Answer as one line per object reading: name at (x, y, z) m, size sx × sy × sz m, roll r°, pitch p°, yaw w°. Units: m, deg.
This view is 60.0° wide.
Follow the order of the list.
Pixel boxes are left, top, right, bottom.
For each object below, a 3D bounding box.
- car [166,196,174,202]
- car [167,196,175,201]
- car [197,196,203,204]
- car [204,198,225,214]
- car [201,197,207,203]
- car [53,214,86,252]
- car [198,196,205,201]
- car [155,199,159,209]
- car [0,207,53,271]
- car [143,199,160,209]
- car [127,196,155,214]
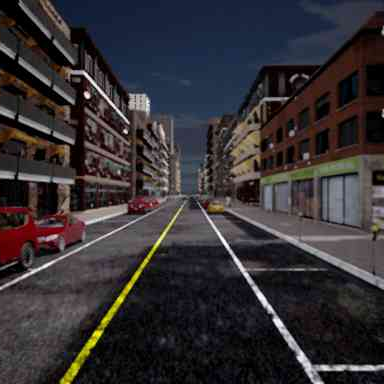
car at (-5.837, 1.784, 87.228) m, size 2.008 × 1.369 × 4.403 m, roll 0°, pitch 0°, yaw 0°
car at (-5.847, 1.798, 92.865) m, size 2.008 × 1.369 × 4.403 m, roll 0°, pitch 0°, yaw 0°
car at (2.573, 1.738, 70.331) m, size 2.008 × 1.369 × 4.403 m, roll 0°, pitch 0°, yaw 0°
car at (2.630, 1.625, 36.684) m, size 1.752 × 1.417 × 4.829 m, roll 0°, pitch 0°, yaw 0°
car at (2.611, 1.673, 47.786) m, size 1.887 × 1.381 × 4.507 m, roll 0°, pitch 0°, yaw 0°
car at (-5.712, 1.625, 13.958) m, size 1.802 × 1.307 × 4.206 m, roll 0°, pitch 0°, yaw 0°
car at (2.534, 1.769, 93.045) m, size 1.752 × 1.417 × 4.829 m, roll 0°, pitch 0°, yaw 0°
car at (-5.760, 1.558, 42.139) m, size 1.967 × 1.590 × 4.097 m, roll 0°, pitch 0°, yaw 0°
car at (-5.701, 1.342, 8.322) m, size 2.192 × 1.841 × 5.009 m, roll 0°, pitch 0°, yaw 0°
car at (-5.769, 1.678, 47.776) m, size 1.887 × 1.381 × 4.507 m, roll 0°, pitch 0°, yaw 0°
car at (-5.749, 1.418, 36.504) m, size 2.192 × 1.841 × 5.009 m, roll 0°, pitch 0°, yaw 0°
